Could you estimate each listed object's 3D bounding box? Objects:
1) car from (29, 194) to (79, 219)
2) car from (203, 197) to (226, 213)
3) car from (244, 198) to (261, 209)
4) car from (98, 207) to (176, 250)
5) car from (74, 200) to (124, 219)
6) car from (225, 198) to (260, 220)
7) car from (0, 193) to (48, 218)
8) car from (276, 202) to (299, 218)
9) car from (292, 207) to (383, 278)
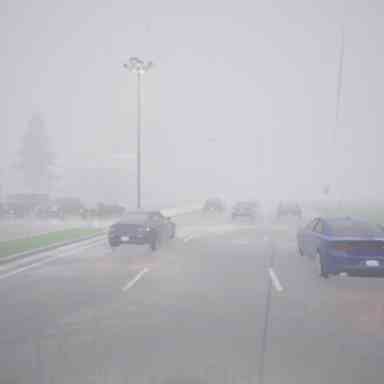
[{"bbox_3d":[-11.002,1.223,27.922,2.097,1.767,4.553,0,0,13],"label":"car"},{"bbox_3d":[2.419,1.343,34.618,1.837,1.490,4.892,0,0,13],"label":"car"},{"bbox_3d":[7.657,1.404,41.941,1.895,1.301,4.718,0,0,13],"label":"car"},{"bbox_3d":[-1.975,1.460,14.029,1.812,1.442,4.674,0,0,10],"label":"car"},{"bbox_3d":[-7.448,1.473,27.735,1.895,1.301,4.718,0,0,13],"label":"car"},{"bbox_3d":[4.269,1.421,26.930,2.033,1.411,5.357,0,0,14],"label":"car"},{"bbox_3d":[-14.416,1.094,28.686,2.150,2.045,5.566,0,0,13],"label":"car"},{"bbox_3d":[8.197,1.467,28.433,1.895,1.301,4.718,0,0,13],"label":"car"},{"bbox_3d":[4.404,1.430,9.892,1.882,1.535,5.008,0,0,8],"label":"car"}]
